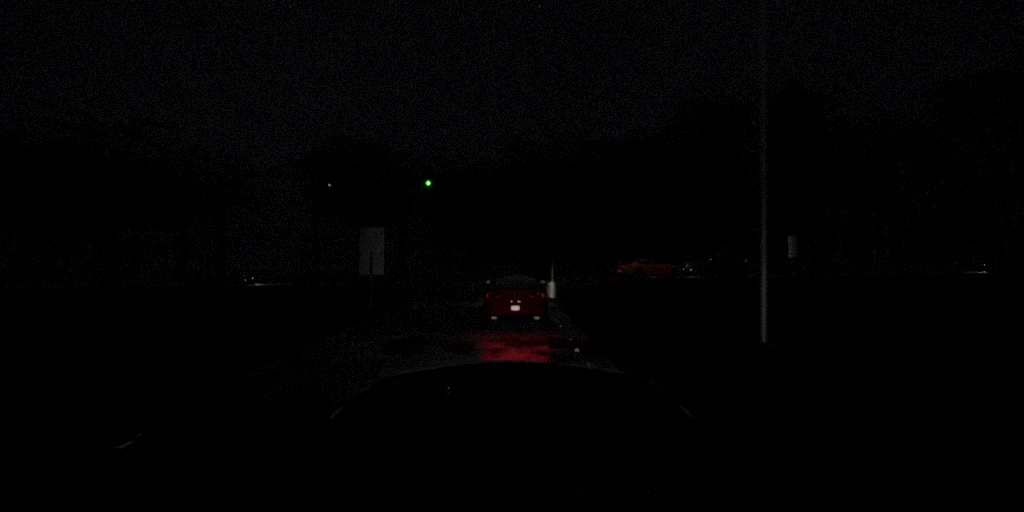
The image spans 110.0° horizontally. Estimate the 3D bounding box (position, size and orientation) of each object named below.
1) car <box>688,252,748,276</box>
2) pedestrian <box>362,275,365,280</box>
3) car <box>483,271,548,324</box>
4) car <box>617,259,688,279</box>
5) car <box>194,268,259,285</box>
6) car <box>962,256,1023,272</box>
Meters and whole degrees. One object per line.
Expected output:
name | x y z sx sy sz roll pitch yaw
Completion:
car | 18.256 0.750 32.483 5.566 2.045 2.150 -2 -2 0
pedestrian | -15.103 1.517 36.398 0.375 1.860 0.375 0 -1 0
car | 0.127 1.247 12.092 1.882 1.535 5.008 0 0 1
car | 10.966 0.988 28.691 5.008 1.535 1.882 -1 -3 -8
car | -22.818 1.629 28.798 4.181 1.385 1.994 -1 -2 0
car | 44.373 0.682 32.423 5.357 1.411 2.033 -1 -2 0
